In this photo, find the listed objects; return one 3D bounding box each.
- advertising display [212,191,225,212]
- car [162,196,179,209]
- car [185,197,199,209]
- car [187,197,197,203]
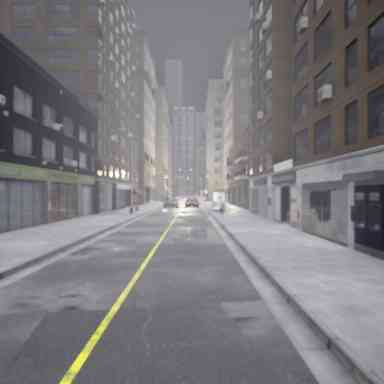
[{"bbox_3d":[3.139,1.144,39.166,1.540,2.440,0.280,0,0,0],"label":"advertising display"},{"bbox_3d":[-3.065,1.494,48.116,2.097,1.767,4.553,0,0,0],"label":"car"},{"bbox_3d":[0.010,1.656,48.370,1.895,1.301,4.718,0,0,0],"label":"car"},{"bbox_3d":[0.006,1.630,69.397,1.895,1.301,4.718,0,0,0],"label":"car"}]
